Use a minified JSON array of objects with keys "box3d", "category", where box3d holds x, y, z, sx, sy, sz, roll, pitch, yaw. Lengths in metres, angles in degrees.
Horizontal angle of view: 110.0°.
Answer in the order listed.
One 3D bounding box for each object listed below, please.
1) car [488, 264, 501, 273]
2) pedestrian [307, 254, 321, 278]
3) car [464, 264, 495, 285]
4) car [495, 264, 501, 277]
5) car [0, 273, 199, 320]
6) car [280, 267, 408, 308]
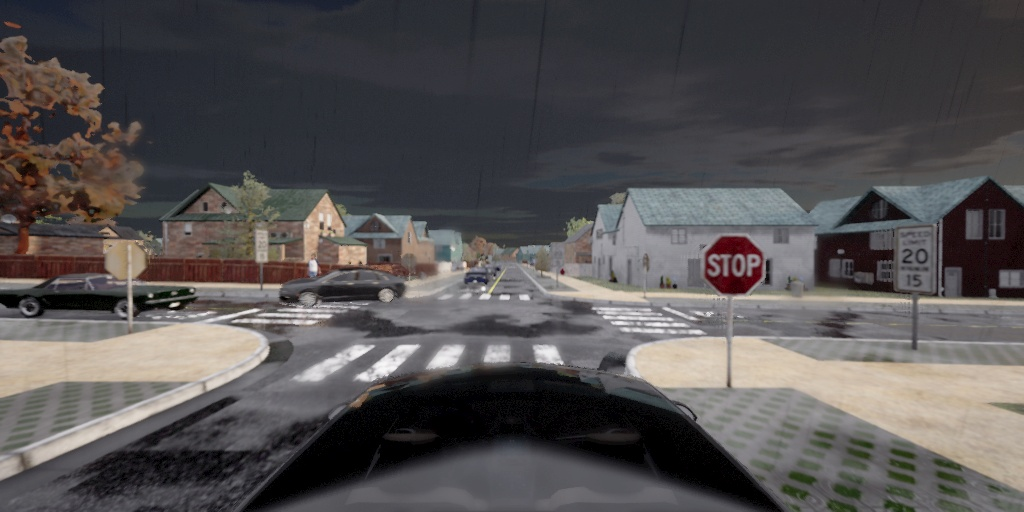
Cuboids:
[{"box3d":[-2.762,1.970,58.425,1.895,1.301,4.718,0,-1,1],"category":"car"},{"box3d":[-9.678,0.795,17.533,0.375,1.860,0.375,0,0,1],"category":"pedestrian"},{"box3d":[-2.839,1.617,30.259,2.033,1.411,5.357,0,-1,0],"category":"car"},{"box3d":[-2.832,1.706,43.596,2.128,1.511,4.902,0,-1,0],"category":"car"},{"box3d":[-13.281,1.250,11.768,4.718,1.301,1.895,1,1,0],"category":"car"},{"box3d":[-6.925,1.253,15.185,4.892,1.490,1.837,2,3,-32],"category":"car"}]
